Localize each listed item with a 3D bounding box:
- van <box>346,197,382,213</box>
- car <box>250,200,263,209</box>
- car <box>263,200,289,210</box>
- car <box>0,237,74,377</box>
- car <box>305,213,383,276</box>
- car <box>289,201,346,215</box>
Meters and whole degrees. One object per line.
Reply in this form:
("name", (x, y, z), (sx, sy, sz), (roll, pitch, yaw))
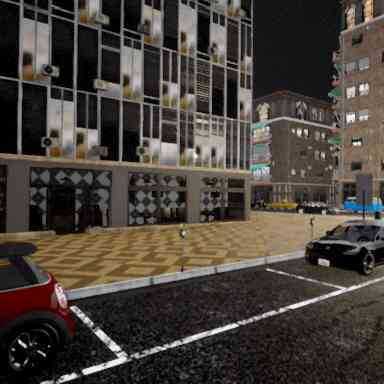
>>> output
("van", (19.144, 1.506, 37.437), (1.690, 1.788, 3.998), (0, -1, -35))
("car", (9.655, 1.845, 51.115), (1.947, 1.339, 4.313), (0, -1, -35))
("car", (12.721, 1.768, 46.695), (1.752, 1.417, 4.829), (0, -1, -35))
("car", (-3.681, 1.440, 3.923), (4.097, 1.590, 1.967), (0, 1, -35))
("car", (5.399, 1.562, 10.392), (4.313, 1.339, 1.947), (0, 1, -35))
("car", (12.254, 1.605, 32.662), (2.008, 1.369, 4.403), (0, -1, -35))
